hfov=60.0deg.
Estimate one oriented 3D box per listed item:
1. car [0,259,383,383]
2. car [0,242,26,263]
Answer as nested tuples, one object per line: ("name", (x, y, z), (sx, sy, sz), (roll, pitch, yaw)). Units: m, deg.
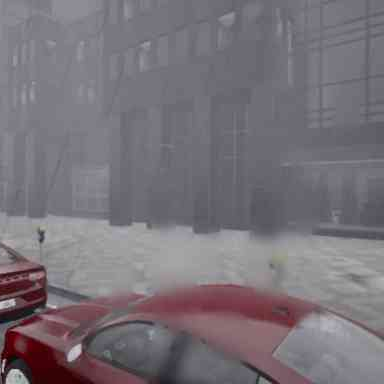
("car", (0.054, 1.535, 2.925), (4.507, 1.381, 1.887), (0, 0, 36))
("car", (-4.530, 1.502, 6.206), (4.507, 1.381, 1.887), (0, 0, 36))
